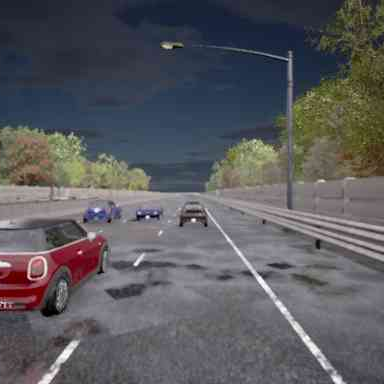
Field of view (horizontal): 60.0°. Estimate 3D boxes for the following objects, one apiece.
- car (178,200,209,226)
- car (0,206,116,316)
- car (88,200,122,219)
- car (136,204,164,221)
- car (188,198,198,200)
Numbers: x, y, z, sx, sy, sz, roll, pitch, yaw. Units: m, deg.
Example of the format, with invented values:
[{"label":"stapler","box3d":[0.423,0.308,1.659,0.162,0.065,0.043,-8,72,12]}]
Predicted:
[{"label":"car","box3d":[0.104,1.534,23.443,1.837,1.490,4.892,0,0,0]},{"label":"car","box3d":[-3.400,1.361,7.689,2.097,1.767,4.553,0,0,0]},{"label":"car","box3d":[-6.897,1.385,26.172,2.097,1.767,4.553,0,0,0]},{"label":"car","box3d":[-3.397,1.636,27.677,1.895,1.301,4.718,0,0,0]},{"label":"car","box3d":[0.106,1.562,41.993,1.837,1.490,4.892,0,0,0]}]
